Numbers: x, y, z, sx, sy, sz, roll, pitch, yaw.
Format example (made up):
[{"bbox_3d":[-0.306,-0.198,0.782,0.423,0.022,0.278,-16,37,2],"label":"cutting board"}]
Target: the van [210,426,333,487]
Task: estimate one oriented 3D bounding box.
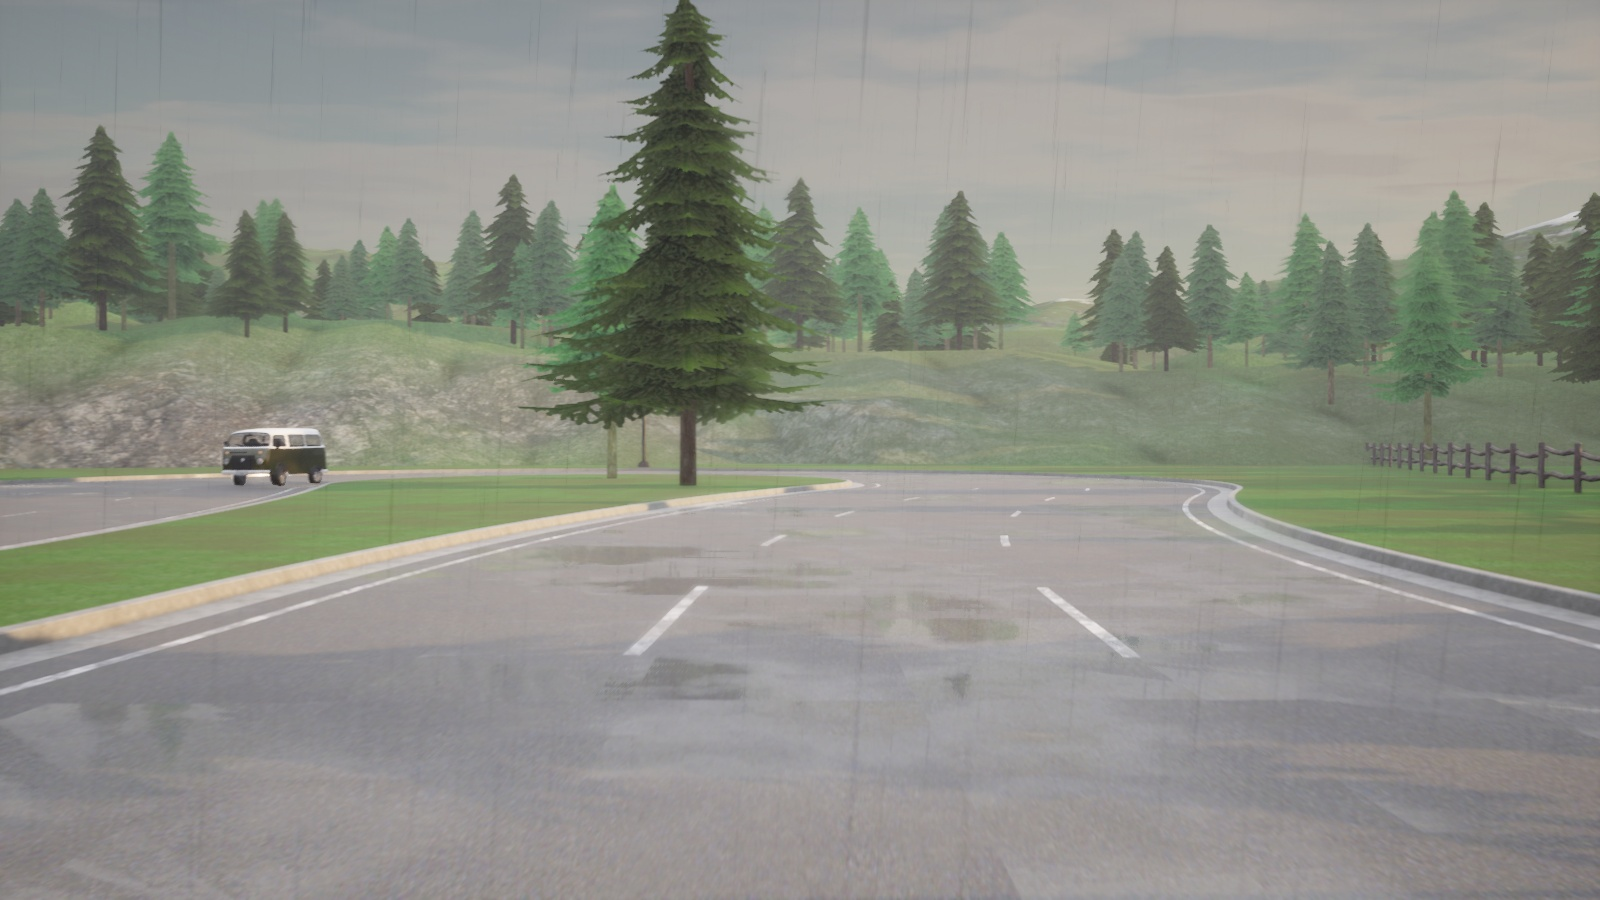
[{"bbox_3d":[-18.561,0.197,44.316,2.069,2.038,4.480,0,0,6],"label":"van"}]
